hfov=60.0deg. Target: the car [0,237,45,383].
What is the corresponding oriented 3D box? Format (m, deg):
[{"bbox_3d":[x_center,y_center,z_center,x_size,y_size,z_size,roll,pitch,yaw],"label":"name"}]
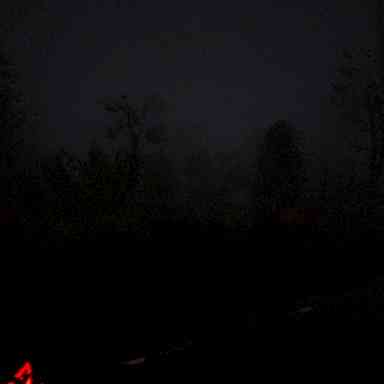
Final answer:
[{"bbox_3d":[-3.429,1.208,0.978,5.566,2.045,2.150,1,-1,-34],"label":"car"}]
